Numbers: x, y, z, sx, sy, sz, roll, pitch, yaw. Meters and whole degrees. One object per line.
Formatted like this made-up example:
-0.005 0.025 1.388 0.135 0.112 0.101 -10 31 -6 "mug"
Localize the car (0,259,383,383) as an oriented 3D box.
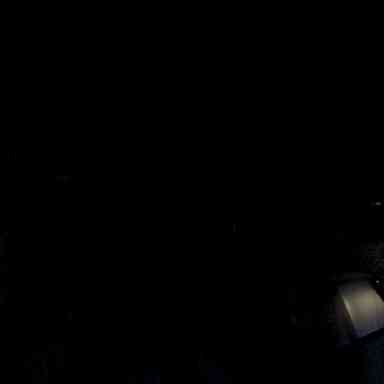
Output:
0.914 1.544 3.613 5.357 1.411 2.033 0 0 -34 "car"
